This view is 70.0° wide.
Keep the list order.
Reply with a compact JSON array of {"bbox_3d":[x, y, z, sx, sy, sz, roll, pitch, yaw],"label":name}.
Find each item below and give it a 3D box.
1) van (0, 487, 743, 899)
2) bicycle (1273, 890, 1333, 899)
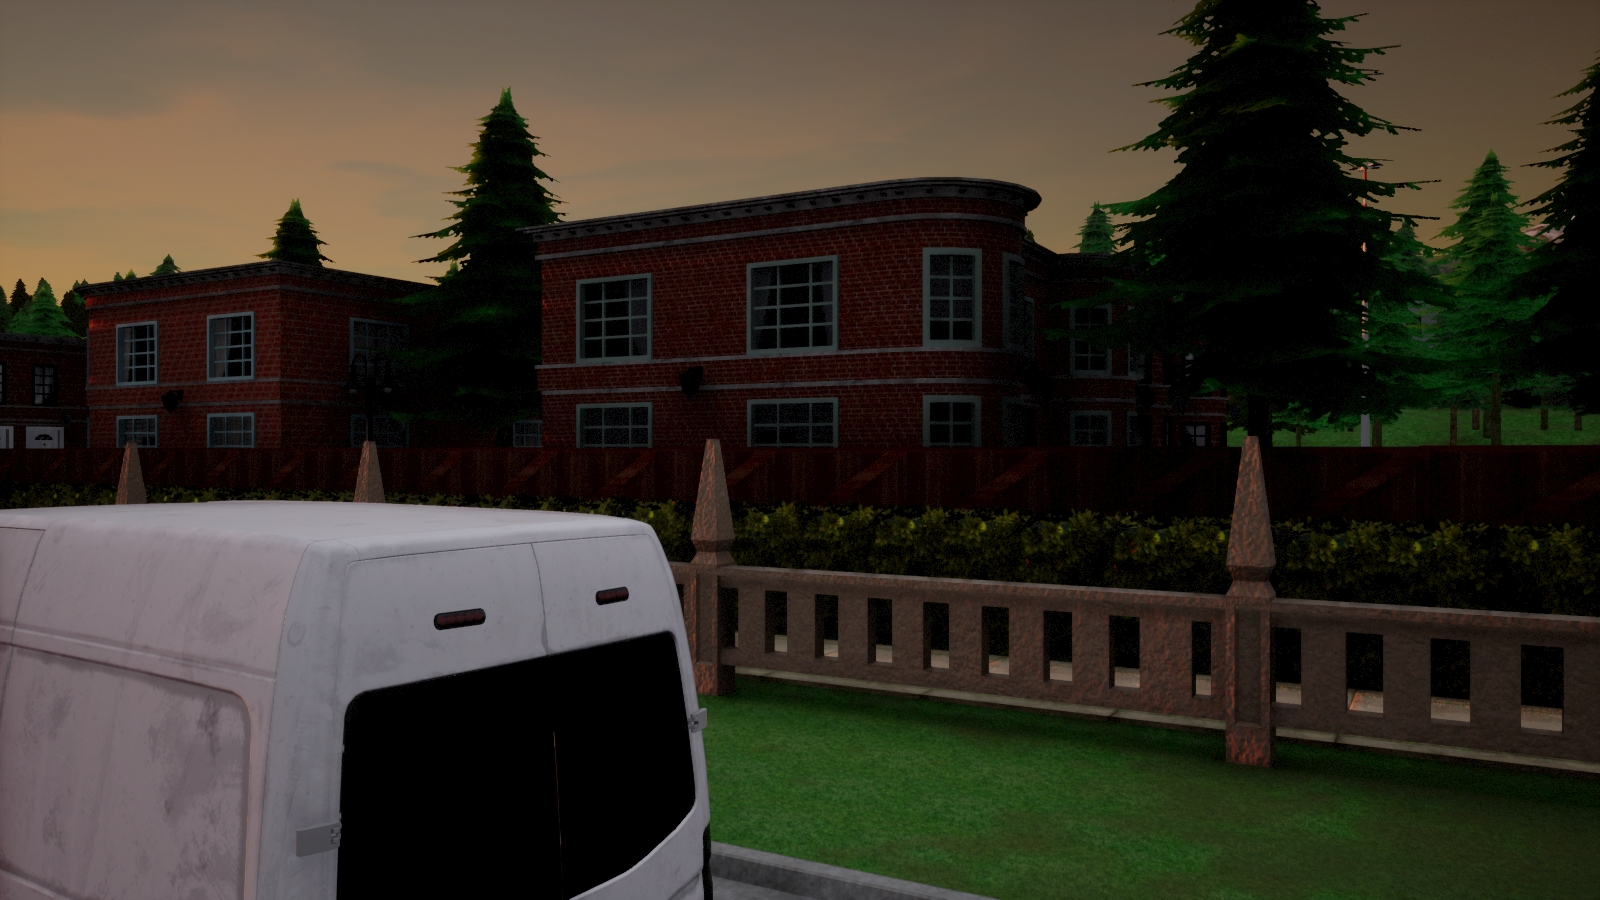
[{"bbox_3d":[-3.240,1.534,5.467,5.915,2.561,1.988,0,0,34],"label":"van"},{"bbox_3d":[2.143,2.060,2.830,1.835,1.471,0.329,0,0,30],"label":"bicycle"}]
